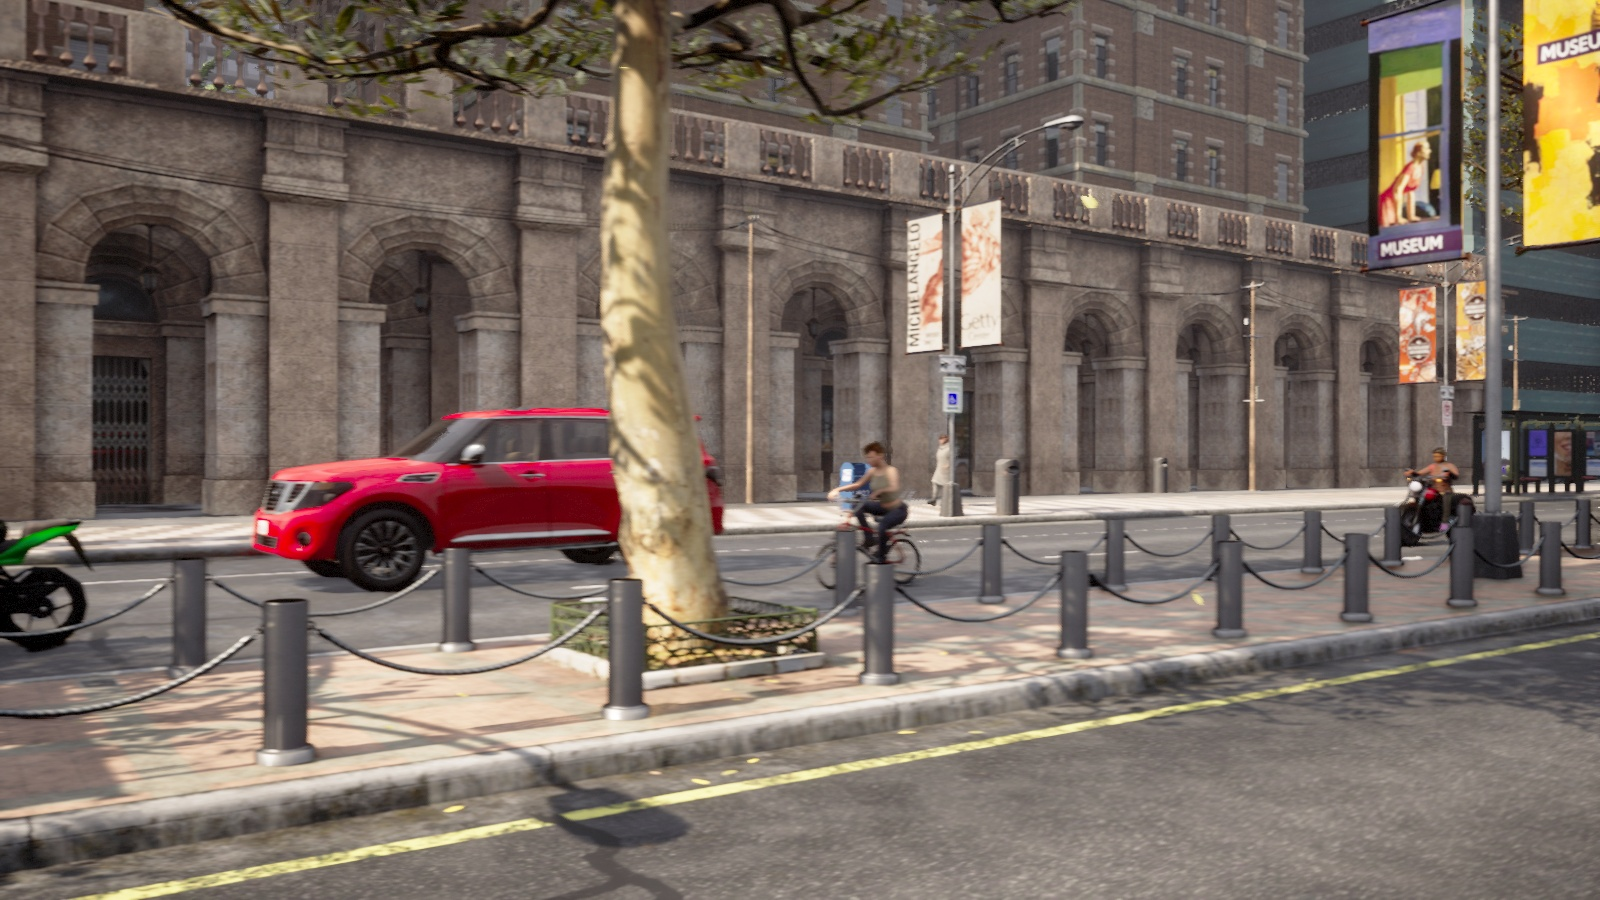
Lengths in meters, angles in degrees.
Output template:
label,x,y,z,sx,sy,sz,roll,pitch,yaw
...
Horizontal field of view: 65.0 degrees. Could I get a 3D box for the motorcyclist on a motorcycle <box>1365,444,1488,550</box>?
label,x,y,z,sx,sy,sz,roll,pitch,yaw
motorcyclist on a motorcycle,10.281,0.724,20.565,2.350,1.649,0.766,0,0,-35

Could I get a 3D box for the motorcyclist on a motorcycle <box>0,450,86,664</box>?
label,x,y,z,sx,sy,sz,roll,pitch,yaw
motorcyclist on a motorcycle,-6.332,0.762,8.998,2.044,1.523,0.797,0,0,-35

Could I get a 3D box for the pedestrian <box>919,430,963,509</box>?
label,x,y,z,sx,sy,sz,roll,pitch,yaw
pedestrian,3.548,0.471,31.538,0.873,1.952,0.659,0,0,-35

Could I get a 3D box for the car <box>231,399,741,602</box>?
label,x,y,z,sx,sy,sz,roll,pitch,yaw
car,-3.641,0.508,15.138,5.566,2.045,2.150,0,0,-35

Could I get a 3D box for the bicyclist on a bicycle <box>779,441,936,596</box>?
label,x,y,z,sx,sy,sz,roll,pitch,yaw
bicyclist on a bicycle,0.641,0.714,13.860,1.509,1.612,0.866,0,0,-35
